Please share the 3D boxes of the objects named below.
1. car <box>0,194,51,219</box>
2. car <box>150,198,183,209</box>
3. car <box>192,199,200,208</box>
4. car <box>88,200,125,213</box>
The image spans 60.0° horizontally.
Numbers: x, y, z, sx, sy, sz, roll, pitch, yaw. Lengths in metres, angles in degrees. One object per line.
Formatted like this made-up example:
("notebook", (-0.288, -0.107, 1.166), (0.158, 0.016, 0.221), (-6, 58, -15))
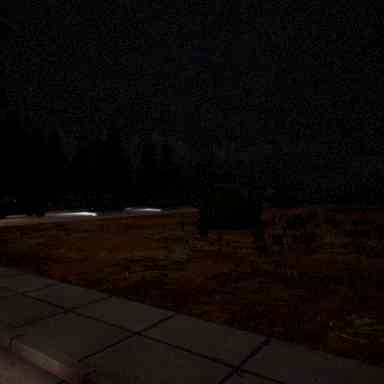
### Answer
("car", (-15.536, 1.248, 29.740), (2.150, 2.045, 5.566), (0, 0, 36))
("car", (-3.443, 1.574, 46.102), (2.033, 1.411, 5.357), (0, 0, 37))
("car", (1.880, 1.591, 47.269), (1.994, 1.385, 4.181), (0, 0, 39))
("car", (-9.641, 1.591, 37.719), (1.994, 1.385, 4.181), (0, 0, 37))
